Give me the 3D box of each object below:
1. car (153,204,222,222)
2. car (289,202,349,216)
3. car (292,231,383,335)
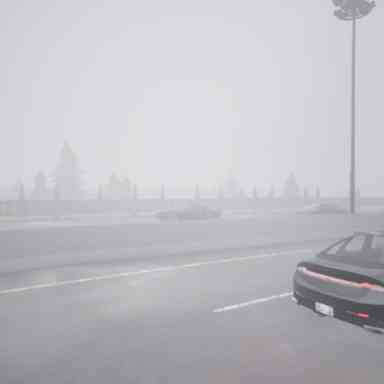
[{"bbox_3d":[-0.341,1.521,23.851,4.718,1.301,1.895,0,0,-27],"label":"car"},{"bbox_3d":[9.398,1.474,24.542,4.674,1.442,1.812,0,0,-23],"label":"car"},{"bbox_3d":[3.996,1.474,6.040,4.902,1.511,2.128,0,0,-31],"label":"car"}]
